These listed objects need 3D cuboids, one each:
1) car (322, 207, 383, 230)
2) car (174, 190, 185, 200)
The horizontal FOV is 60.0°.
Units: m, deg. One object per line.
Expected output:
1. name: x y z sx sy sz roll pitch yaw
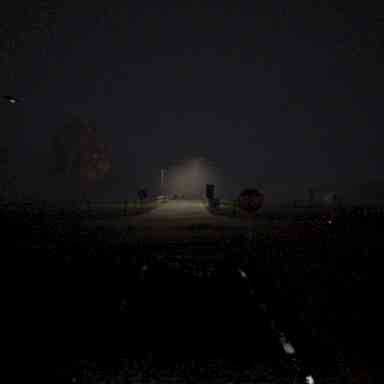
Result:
1. car: 10.741 1.581 20.644 4.718 1.301 1.895 0 1 -1
2. car: -2.758 0.636 72.419 2.150 2.045 5.566 0 0 0
